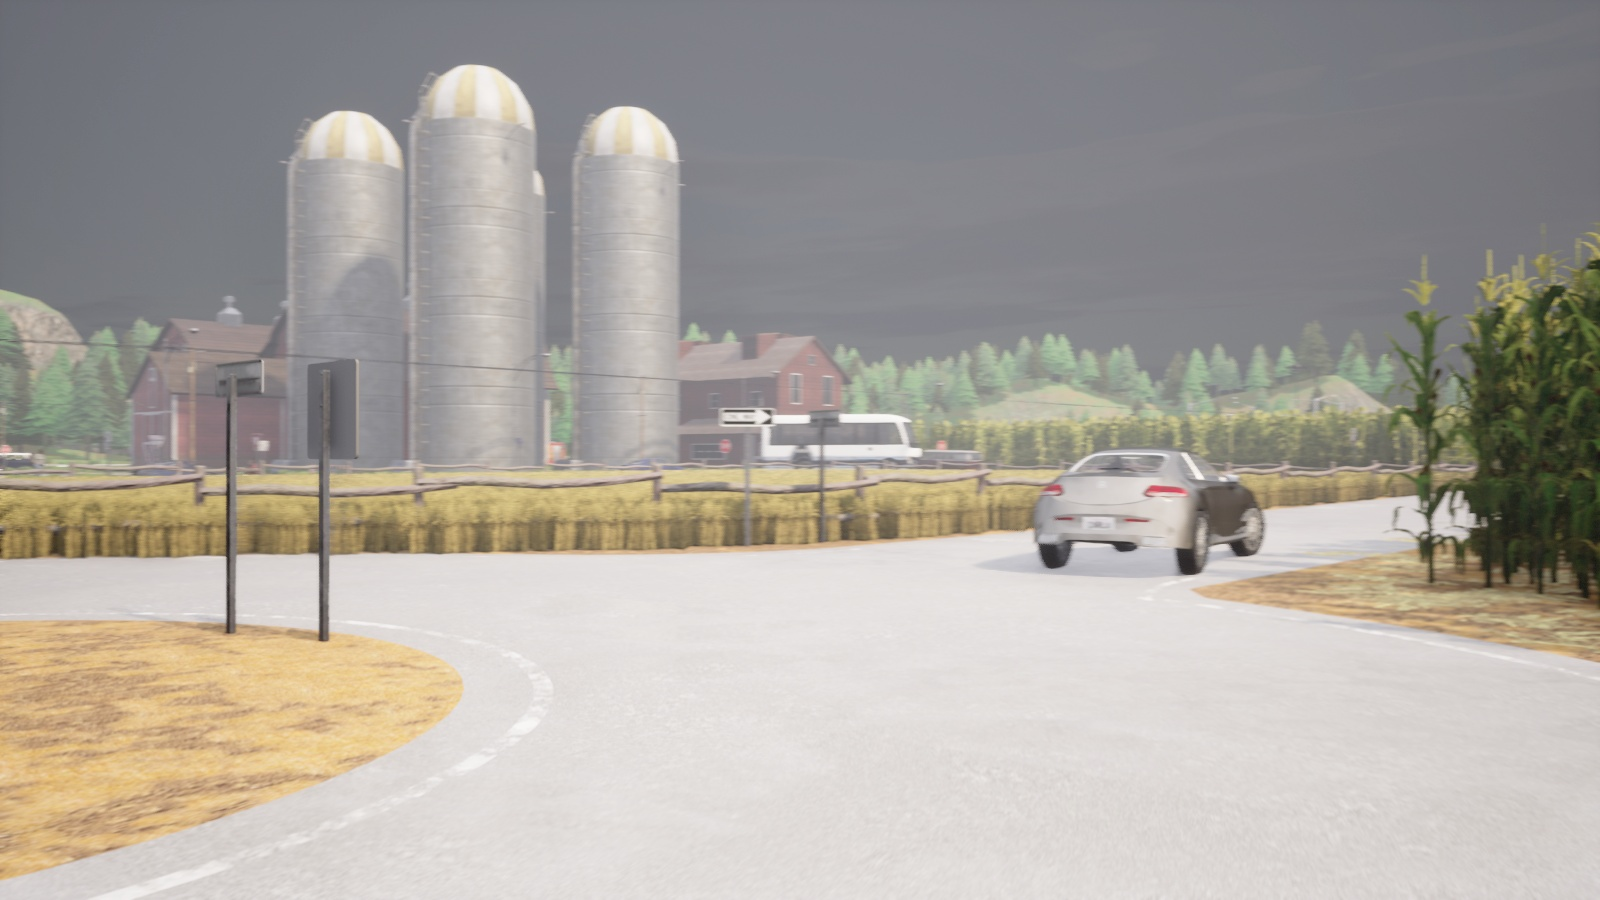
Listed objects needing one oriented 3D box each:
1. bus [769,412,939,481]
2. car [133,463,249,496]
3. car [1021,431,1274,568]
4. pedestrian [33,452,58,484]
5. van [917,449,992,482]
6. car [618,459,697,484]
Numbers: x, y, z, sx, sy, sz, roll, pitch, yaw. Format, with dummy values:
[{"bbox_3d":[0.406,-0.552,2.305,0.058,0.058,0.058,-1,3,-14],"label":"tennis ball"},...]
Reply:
[{"bbox_3d":[3.513,-0.180,81.297,10.273,4.253,3.944,-1,0,17],"label":"bus"},{"bbox_3d":[-26.903,1.263,55.535,1.994,1.385,4.181,-1,0,42],"label":"car"},{"bbox_3d":[5.095,0.604,17.837,2.152,1.651,5.027,-1,0,31],"label":"car"},{"bbox_3d":[-43.557,1.032,72.530,0.900,1.855,0.874,0,0,24],"label":"pedestrian"},{"bbox_3d":[9.703,0.934,79.148,4.442,1.987,1.775,1,0,42],"label":"van"},{"bbox_3d":[-8.568,1.255,75.796,1.812,1.442,4.674,-1,0,42],"label":"car"}]
